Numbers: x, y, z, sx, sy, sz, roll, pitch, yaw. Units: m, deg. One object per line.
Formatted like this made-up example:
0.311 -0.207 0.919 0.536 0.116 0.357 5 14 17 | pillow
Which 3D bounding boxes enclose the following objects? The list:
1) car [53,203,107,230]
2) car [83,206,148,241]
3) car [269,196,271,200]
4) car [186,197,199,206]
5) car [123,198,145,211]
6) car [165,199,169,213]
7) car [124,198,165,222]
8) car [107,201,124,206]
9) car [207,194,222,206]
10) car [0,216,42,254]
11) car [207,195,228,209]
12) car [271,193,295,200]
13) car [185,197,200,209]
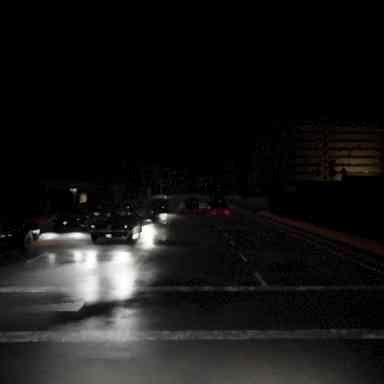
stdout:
-7.086 1.480 20.992 1.837 1.490 4.892 0 0 0 | car
-3.593 1.581 16.595 1.895 1.301 4.718 0 0 0 | car
17.790 1.074 66.558 4.605 1.855 1.932 0 0 -2 | car
0.018 1.501 53.670 1.994 1.385 4.181 0 0 0 | car
-6.986 1.516 40.711 1.994 1.385 4.181 0 0 0 | car
-3.509 1.463 35.958 1.837 1.490 4.892 0 0 0 | car
-3.575 1.461 25.912 2.128 1.511 4.902 0 0 0 | car
-7.053 1.511 30.792 2.033 1.411 5.357 0 0 0 | car
3.518 1.288 53.641 2.097 1.767 4.553 0 0 0 | car
-7.137 1.534 11.350 2.033 1.411 5.357 0 0 2 | car
3.514 1.300 43.685 2.097 1.767 4.553 0 0 0 | car
17.809 1.080 63.664 3.866 1.878 1.905 0 0 -2 | car
0.014 1.496 43.397 2.033 1.411 5.357 0 0 0 | car
